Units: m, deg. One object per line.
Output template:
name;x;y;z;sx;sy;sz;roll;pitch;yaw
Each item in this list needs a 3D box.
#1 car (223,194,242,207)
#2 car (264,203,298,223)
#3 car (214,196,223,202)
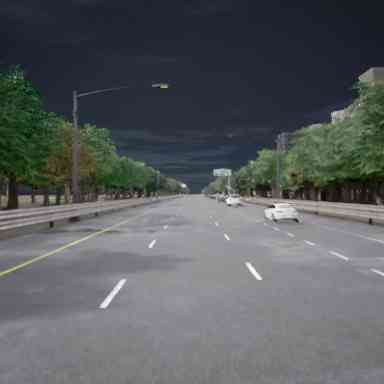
car;7.174;1.442;57.194;2.150;2.045;5.566;0;0;0
car;7.036;1.613;26.464;1.812;1.442;4.674;0;0;0
car;7.381;1.875;84.295;1.812;1.442;4.674;0;0;1
